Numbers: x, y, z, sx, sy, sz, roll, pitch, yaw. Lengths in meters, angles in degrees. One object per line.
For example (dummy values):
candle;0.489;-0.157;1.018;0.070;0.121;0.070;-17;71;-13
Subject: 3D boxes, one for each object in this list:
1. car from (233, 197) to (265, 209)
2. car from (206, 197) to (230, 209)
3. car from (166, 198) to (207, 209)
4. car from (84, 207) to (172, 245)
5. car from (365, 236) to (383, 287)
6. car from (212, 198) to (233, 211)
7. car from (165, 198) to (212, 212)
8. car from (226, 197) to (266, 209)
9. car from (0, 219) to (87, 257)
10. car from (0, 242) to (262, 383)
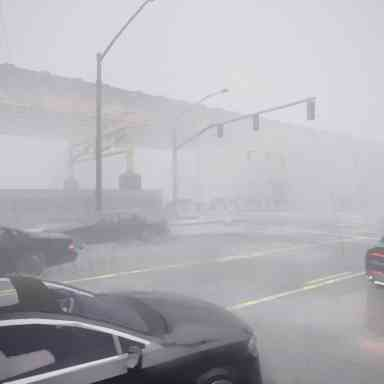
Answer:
car;7.091;1.298;44.433;4.536;1.218;1.853;0;0;-7
car;3.237;1.298;40.740;1.853;1.218;4.536;0;0;18
car;-0.583;1.297;38.024;4.536;1.218;1.853;0;0;8
car;-3.523;1.548;14.335;5.357;1.411;2.033;0;0;-35
car;6.116;1.507;8.099;4.892;1.490;1.837;0;0;-35
car;3.221;1.455;40.691;2.038;1.542;4.974;0;0;18
car;-0.532;1.455;38.017;4.974;1.542;2.038;0;0;8
car;7.142;1.456;44.439;4.974;1.542;2.038;0;0;-7
car;-5.758;1.547;8.479;5.357;1.411;2.033;0;0;-35
car;-1.531;1.491;2.663;4.902;1.511;2.128;0;0;-35
